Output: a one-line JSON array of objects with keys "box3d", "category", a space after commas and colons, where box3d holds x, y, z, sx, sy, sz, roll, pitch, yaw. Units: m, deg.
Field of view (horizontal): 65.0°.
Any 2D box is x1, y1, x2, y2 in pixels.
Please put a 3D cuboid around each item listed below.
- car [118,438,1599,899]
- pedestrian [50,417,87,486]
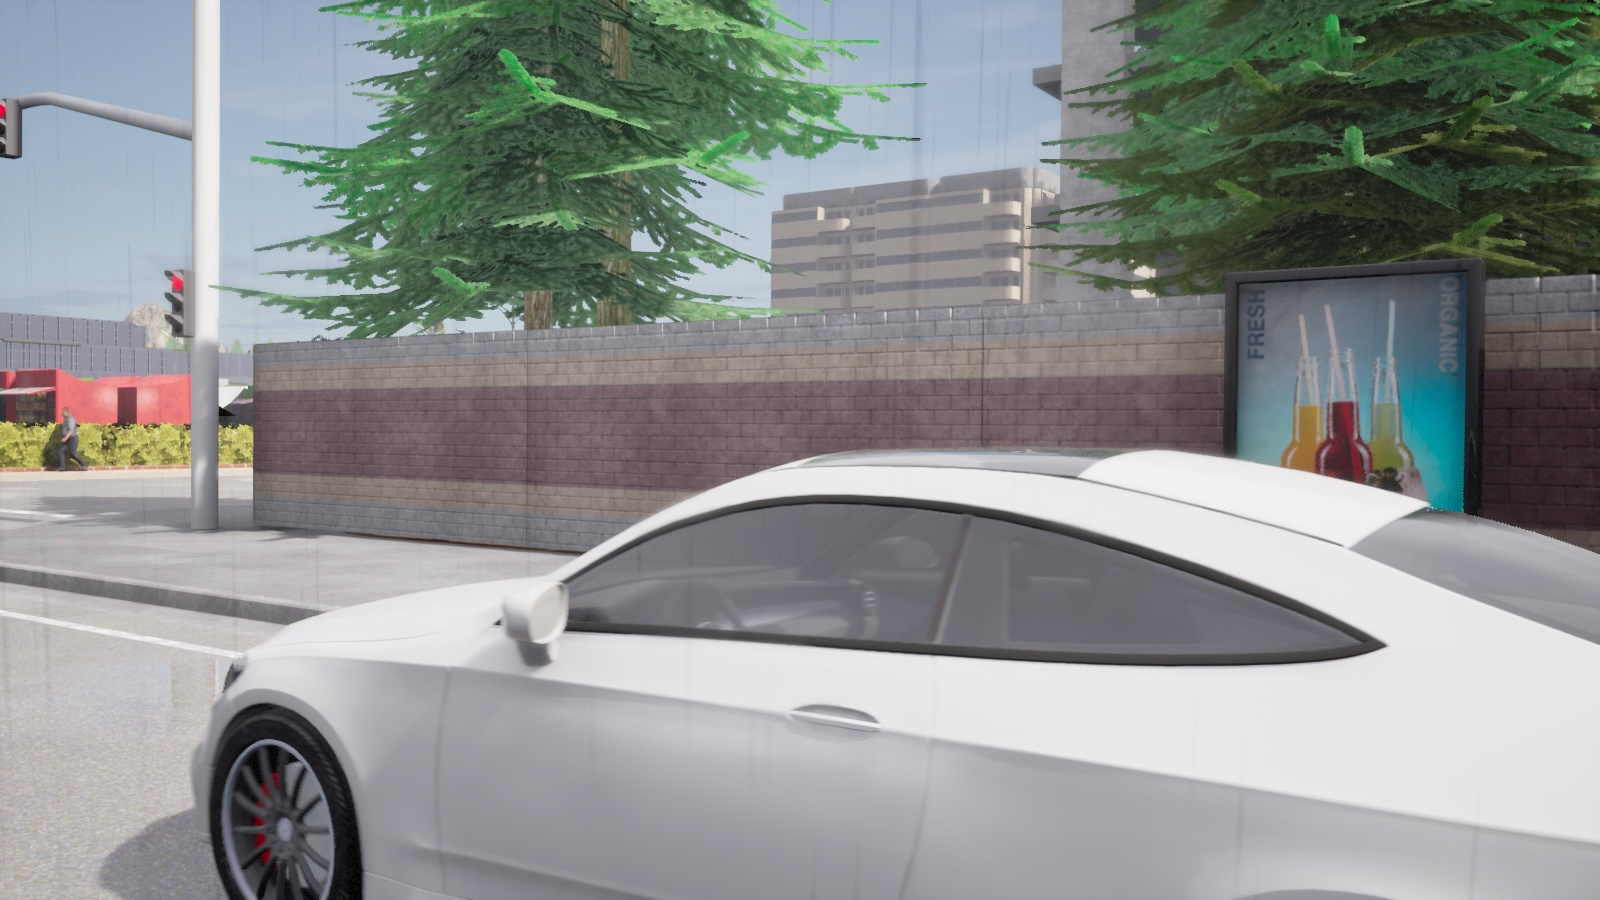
[{"box3d": [0.313, 0.708, 3.416, 4.674, 1.442, 1.812, 0, 1, 34], "category": "car"}, {"box3d": [-20.067, 0.037, 34.464, 0.540, 1.848, 0.694, 0, 1, 34], "category": "pedestrian"}]
